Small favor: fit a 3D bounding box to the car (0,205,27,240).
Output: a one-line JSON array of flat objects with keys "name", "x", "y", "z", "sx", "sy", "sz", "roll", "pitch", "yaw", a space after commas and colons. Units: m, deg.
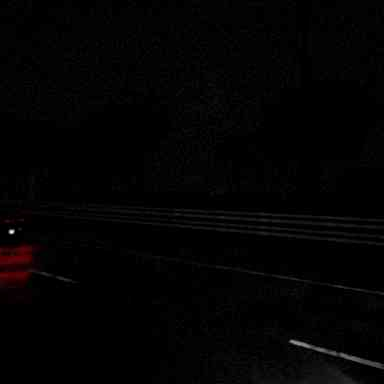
[{"name": "car", "x": -9.265, "y": 1.333, "z": 14.848, "sx": 4.892, "sy": 1.490, "sz": 1.837, "roll": 1, "pitch": 0, "yaw": 35}]
